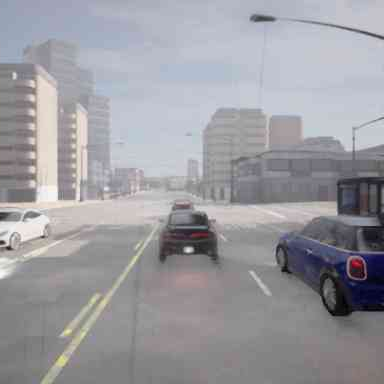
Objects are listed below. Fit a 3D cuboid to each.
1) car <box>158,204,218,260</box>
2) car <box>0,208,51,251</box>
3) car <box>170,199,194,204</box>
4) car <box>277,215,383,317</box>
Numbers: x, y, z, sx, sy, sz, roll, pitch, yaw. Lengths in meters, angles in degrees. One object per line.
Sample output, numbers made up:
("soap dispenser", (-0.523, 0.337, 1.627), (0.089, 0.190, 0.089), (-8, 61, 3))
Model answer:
("car", (-0.155, 1.402, 11.988), (1.837, 1.490, 4.892), (0, 0, -1))
("car", (-7.352, 1.416, 13.618), (1.812, 1.442, 4.674), (0, 0, -1))
("car", (-0.801, 1.304, 27.615), (1.812, 1.442, 4.674), (0, 0, -3))
("car", (3.429, 1.284, 7.471), (2.097, 1.767, 4.553), (0, 0, -1))
